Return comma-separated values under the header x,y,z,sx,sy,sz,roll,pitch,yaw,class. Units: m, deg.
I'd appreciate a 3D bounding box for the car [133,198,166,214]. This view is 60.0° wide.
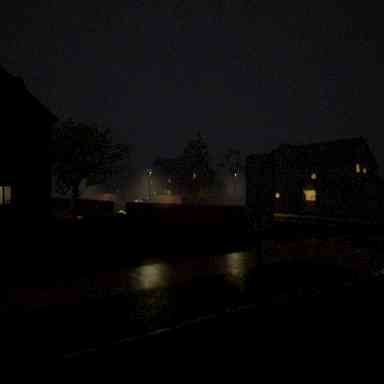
x,y,z,sx,sy,sz,roll,pitch,yaw,class
-4.216,1.371,31.484,2.128,1.511,4.902,0,0,-36,car

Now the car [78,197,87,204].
x,y,z,sx,sy,sz,roll,pitch,yaw,class
-16.302,1.366,48.297,1.994,1.385,4.181,0,0,-36,car
